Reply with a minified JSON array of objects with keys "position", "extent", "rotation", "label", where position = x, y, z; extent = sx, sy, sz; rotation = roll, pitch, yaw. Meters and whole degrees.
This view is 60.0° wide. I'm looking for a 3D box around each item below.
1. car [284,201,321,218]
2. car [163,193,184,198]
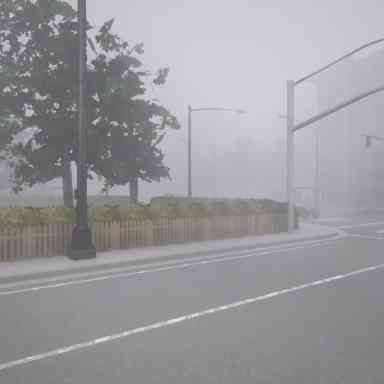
[{"position":[9.406,1.526,30.334],"extent":[1.812,1.442,4.674],"rotation":[0,0,-35],"label":"car"},{"position":[-2.297,1.222,47.257],"extent":[2.150,2.045,5.566],"rotation":[0,0,-35],"label":"car"}]
